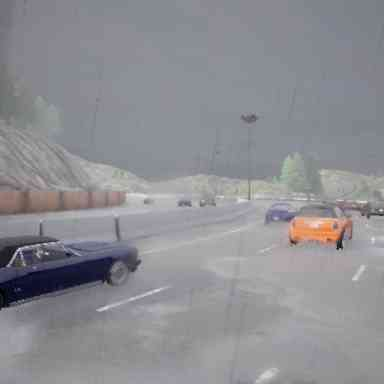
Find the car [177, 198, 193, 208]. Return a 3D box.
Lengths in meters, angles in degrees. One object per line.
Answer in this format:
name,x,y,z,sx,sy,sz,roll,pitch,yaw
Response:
car,-1.014,1.604,49.625,1.895,1.301,4.718,0,0,6

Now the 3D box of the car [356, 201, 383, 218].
car,16.209,1.558,29.457,2.033,1.411,5.357,0,0,19

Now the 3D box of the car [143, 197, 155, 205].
car,-7.497,1.601,58.391,2.033,1.411,5.357,0,0,-2

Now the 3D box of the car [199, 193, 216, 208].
car,2.339,1.225,47.877,2.150,2.045,5.566,0,0,7

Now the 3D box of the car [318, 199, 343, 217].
car,13.483,1.512,32.643,1.837,1.490,4.892,0,0,17

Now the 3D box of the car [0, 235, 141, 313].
car,-3.356,1.599,7.201,1.895,1.301,4.718,0,0,38

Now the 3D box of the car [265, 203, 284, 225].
car,6.390,1.530,23.478,1.812,1.442,4.674,0,0,25

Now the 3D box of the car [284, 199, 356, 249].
car,5.902,1.356,14.963,2.097,1.767,4.553,0,0,30
